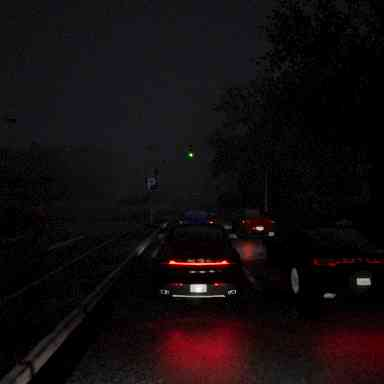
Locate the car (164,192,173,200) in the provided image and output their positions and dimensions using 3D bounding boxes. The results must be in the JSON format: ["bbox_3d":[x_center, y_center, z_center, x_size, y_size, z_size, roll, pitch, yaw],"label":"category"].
[{"bbox_3d":[-8.089,1.357,86.645,4.674,1.452,2.002,-1,0,-12],"label":"car"}]

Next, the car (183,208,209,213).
[{"bbox_3d":[0.217,1.551,17.725,1.812,1.442,4.674,0,0,1],"label":"car"}]

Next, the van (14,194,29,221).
[{"bbox_3d":[-13.514,1.297,21.949,4.442,1.987,1.878,-1,0,-19],"label":"van"}]

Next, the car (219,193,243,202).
[{"bbox_3d":[7.953,1.142,68.206,4.553,1.767,2.185,1,0,-13],"label":"car"}]

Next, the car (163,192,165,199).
[{"bbox_3d":[-9.314,1.359,77.666,4.674,1.452,2.002,-1,0,-13],"label":"car"}]

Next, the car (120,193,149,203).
[{"bbox_3d":[-11.182,1.358,62.723,4.792,1.488,2.163,-1,0,-15],"label":"car"}]

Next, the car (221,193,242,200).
[{"bbox_3d":[9.806,1.129,82.898,4.553,1.767,2.185,1,0,-12],"label":"car"}]

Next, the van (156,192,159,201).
[{"bbox_3d":[-9.940,1.093,71.702,4.442,1.987,1.878,-1,0,-14],"label":"van"}]

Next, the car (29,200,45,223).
[{"bbox_3d":[-13.526,1.403,24.927,4.553,1.767,2.185,-1,0,-19],"label":"car"}]

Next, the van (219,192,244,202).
[{"bbox_3d":[7.556,1.043,65.238,4.442,1.987,1.878,1,0,-14],"label":"van"}]

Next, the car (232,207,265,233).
[{"bbox_3d":[3.235,1.550,17.981,1.812,1.442,4.674,0,0,1],"label":"car"}]

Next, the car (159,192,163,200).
[{"bbox_3d":[-9.699,1.321,74.673,4.892,1.521,2.231,-1,0,-13],"label":"car"}]

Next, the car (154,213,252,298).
[{"bbox_3d":[0.139,1.515,8.506,1.837,1.490,4.892,0,0,0],"label":"car"}]

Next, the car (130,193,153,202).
[{"bbox_3d":[-10.419,1.196,68.664,4.553,1.767,2.185,-1,0,-14],"label":"car"}]

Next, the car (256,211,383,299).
[{"bbox_3d":[3.140,1.488,8.546,1.882,1.535,5.008,0,0,0],"label":"car"}]

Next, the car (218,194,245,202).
[{"bbox_3d":[8.501,1.264,71.197,5.366,1.575,1.946,1,0,-13],"label":"car"}]

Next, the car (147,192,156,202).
[{"bbox_3d":[-10.525,1.315,65.713,5.366,1.575,1.946,-1,0,-14],"label":"car"}]

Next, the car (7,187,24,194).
[{"bbox_3d":[-27.942,0.137,53.663,2.002,1.452,4.674,6,-3,-19],"label":"car"}]

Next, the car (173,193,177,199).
[{"bbox_3d":[-7.625,1.065,89.649,5.566,2.045,2.435,-1,0,-12],"label":"car"}]

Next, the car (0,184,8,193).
[{"bbox_3d":[-30.936,-0.426,53.736,2.435,2.045,5.566,6,-3,-19],"label":"car"}]

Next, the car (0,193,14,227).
[{"bbox_3d":[-13.643,1.267,18.913,5.566,2.045,2.435,-1,0,-19],"label":"car"}]
